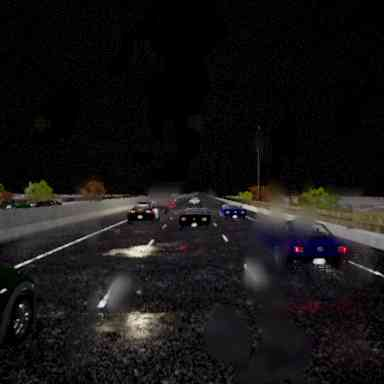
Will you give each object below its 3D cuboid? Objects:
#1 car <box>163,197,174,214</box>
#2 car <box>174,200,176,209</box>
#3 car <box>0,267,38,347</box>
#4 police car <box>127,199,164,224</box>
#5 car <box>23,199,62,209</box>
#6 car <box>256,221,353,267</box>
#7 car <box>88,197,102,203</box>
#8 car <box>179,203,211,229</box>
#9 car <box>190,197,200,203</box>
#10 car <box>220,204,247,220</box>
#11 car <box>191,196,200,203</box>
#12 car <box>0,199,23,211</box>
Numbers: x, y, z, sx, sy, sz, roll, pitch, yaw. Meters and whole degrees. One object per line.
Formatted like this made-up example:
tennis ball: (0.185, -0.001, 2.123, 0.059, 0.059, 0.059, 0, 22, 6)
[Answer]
car: (-3.521, 1.613, 36.486, 2.128, 1.511, 4.902, 0, 0, 1)
car: (-3.377, 1.518, 47.424, 2.097, 1.767, 4.553, 0, 0, 1)
car: (-3.536, 1.362, 3.552, 2.097, 1.767, 4.553, 0, 0, -1)
police car: (-3.596, 1.584, 25.519, 2.038, 1.542, 4.974, 0, 0, 0)
car: (-14.146, 1.608, 32.505, 1.837, 1.490, 4.892, 0, 0, 0)
car: (3.517, 1.633, 11.430, 1.895, 1.301, 4.718, 0, 0, 0)
car: (-20.364, 1.758, 70.108, 1.812, 1.442, 4.674, 0, 0, 2)
car: (0.286, 1.667, 22.037, 1.895, 1.301, 4.718, 0, 0, 4)
car: (0.545, 1.841, 64.216, 1.895, 1.301, 4.718, 0, 0, 2)
car: (3.530, 1.694, 29.263, 1.895, 1.301, 4.718, 0, 0, 0)
car: (0.881, 1.826, 78.222, 2.128, 1.511, 4.902, 0, 0, 2)
car: (-17.645, 1.455, 32.494, 2.097, 1.767, 4.553, 0, 0, 0)
